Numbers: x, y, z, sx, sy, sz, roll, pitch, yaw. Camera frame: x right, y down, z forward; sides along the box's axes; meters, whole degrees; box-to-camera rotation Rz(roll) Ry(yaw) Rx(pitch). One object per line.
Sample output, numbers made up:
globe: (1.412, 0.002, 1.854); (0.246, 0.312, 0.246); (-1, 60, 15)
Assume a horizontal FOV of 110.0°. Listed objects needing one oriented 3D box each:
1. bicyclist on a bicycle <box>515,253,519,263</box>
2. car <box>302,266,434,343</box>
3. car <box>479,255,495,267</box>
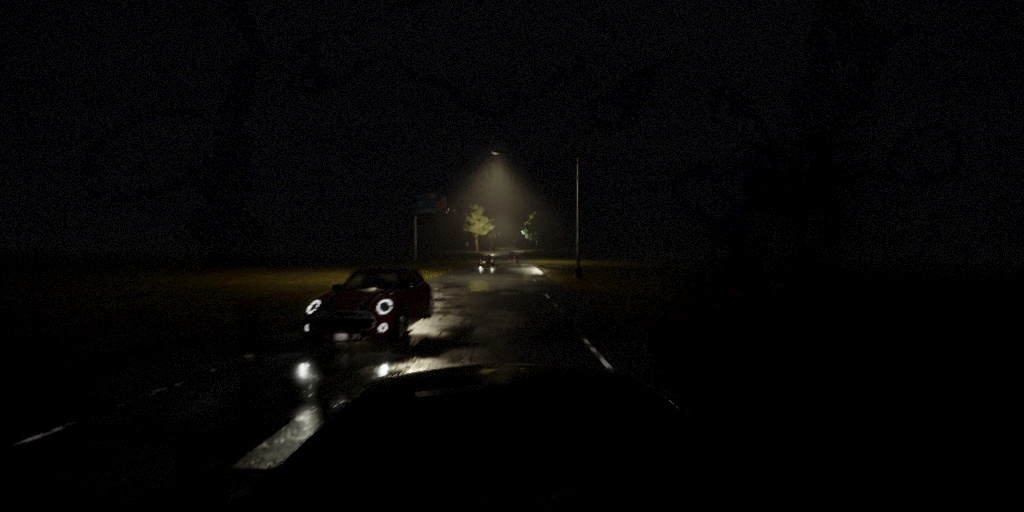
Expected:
bicyclist on a bicycle: (0.936, 0.588, 59.048); (0.582, 1.620, 1.656); (0, 1, 0)
car: (-3.599, 1.110, 9.807); (2.097, 1.767, 4.553); (0, 0, 0)
car: (-3.570, 0.612, 51.952); (2.097, 1.767, 4.553); (0, 1, 0)
